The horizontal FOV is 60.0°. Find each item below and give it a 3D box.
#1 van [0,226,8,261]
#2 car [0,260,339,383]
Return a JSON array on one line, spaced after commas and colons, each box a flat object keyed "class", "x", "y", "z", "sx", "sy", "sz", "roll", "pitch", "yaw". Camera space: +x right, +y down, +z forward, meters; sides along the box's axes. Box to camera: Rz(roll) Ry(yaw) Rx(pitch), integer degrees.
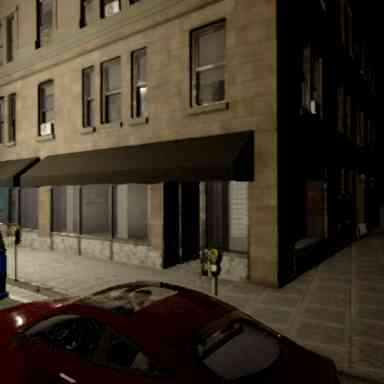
[{"class": "van", "x": -5.325, "y": 1.393, "z": 6.645, "sx": 3.998, "sy": 1.788, "sz": 1.690, "roll": 0, "pitch": 0, "yaw": 35}, {"class": "car", "x": -0.707, "y": 1.598, "z": 3.352, "sx": 4.206, "sy": 1.307, "sz": 1.802, "roll": 0, "pitch": 0, "yaw": 35}]
